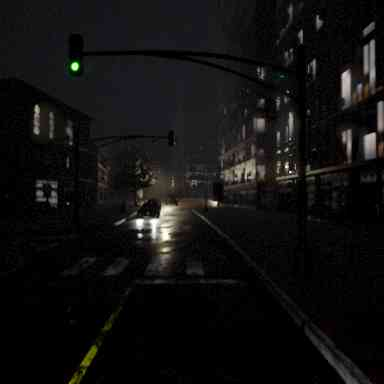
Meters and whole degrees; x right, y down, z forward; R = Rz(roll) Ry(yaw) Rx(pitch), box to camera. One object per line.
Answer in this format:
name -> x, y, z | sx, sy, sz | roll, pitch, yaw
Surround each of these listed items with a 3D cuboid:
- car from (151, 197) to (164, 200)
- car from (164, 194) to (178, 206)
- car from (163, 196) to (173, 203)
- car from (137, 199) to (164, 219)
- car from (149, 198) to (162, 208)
car -> -4.563, 1.614, 39.832 | 1.837, 1.490, 4.892 | 0, -1, -5
car -> -3.720, 1.383, 59.869 | 2.150, 2.045, 5.566 | 0, 0, -7
car -> -5.088, 1.542, 70.161 | 1.812, 1.442, 4.674 | 0, 0, -9
car -> -3.881, 1.648, 30.438 | 1.994, 1.385, 4.181 | 0, 0, -3
car -> -5.564, 1.641, 50.856 | 1.837, 1.490, 4.892 | 0, 0, -6
